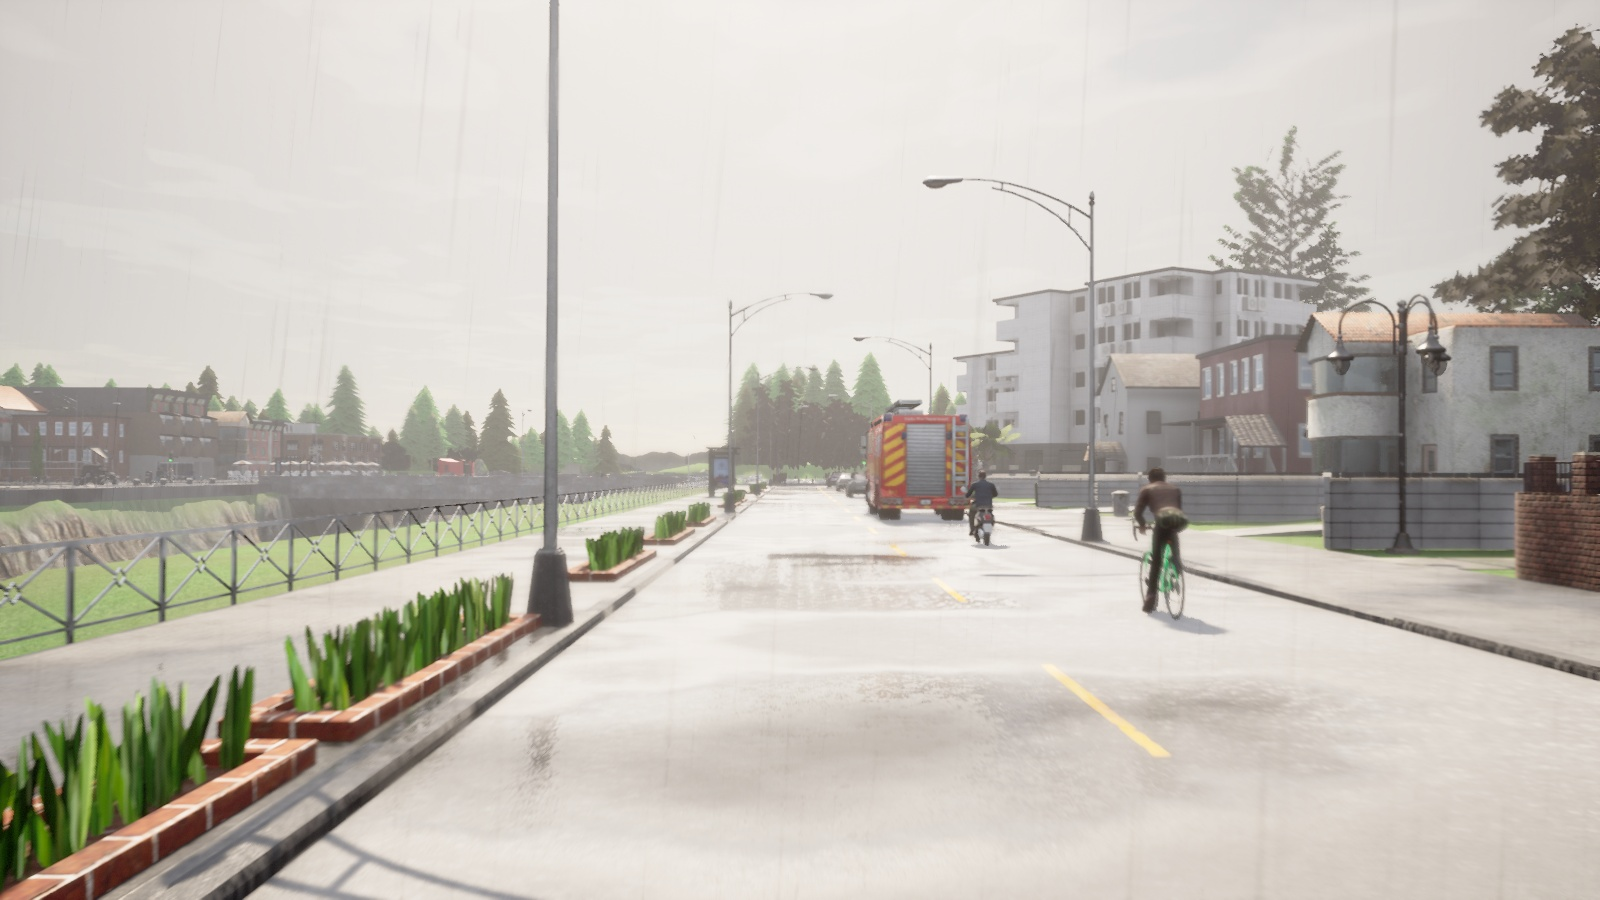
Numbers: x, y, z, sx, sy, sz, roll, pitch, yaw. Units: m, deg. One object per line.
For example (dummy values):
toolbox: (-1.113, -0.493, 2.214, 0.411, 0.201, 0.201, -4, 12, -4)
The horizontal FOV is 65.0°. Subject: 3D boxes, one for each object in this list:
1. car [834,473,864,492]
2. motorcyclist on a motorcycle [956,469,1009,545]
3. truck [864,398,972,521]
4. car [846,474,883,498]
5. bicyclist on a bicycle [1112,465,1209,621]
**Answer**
car: (3.771, 2.480, 97.532, 2.033, 1.411, 5.357, 0, -1, 0)
motorcyclist on a motorcycle: (3.936, 1.208, 27.245, 0.866, 1.590, 1.817, 0, -1, 0)
truck: (3.894, 0.362, 43.478, 2.891, 3.827, 8.468, 0, -1, 0)
car: (3.824, 2.125, 75.355, 1.994, 1.385, 4.181, 0, -1, 0)
bicyclist on a bicycle: (3.967, 0.985, 13.924, 0.582, 1.620, 1.656, 0, -1, 0)
